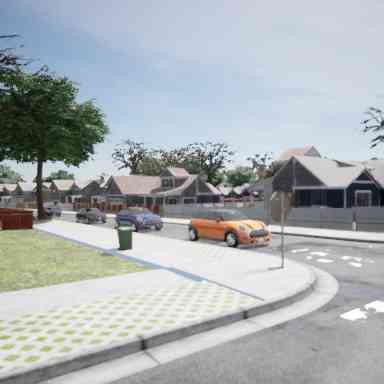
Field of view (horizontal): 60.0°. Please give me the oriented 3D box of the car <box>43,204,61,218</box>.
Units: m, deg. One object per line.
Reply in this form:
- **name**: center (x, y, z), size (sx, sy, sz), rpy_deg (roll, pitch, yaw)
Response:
- **car**: center (-19.124, 2.692, 44.796), size (1.837, 1.490, 4.892), rpy_deg (0, -2, -38)

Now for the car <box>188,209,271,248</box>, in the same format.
- **car**: center (1.769, 1.671, 16.811), size (2.097, 1.767, 4.553), rpy_deg (0, -1, -36)

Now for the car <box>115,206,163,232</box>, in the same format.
- **car**: center (-4.027, 1.930, 24.797), size (2.097, 1.767, 4.553), rpy_deg (0, -1, -36)

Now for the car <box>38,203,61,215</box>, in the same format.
- **car**: center (-23.371, 2.756, 54.458), size (2.097, 1.767, 4.553), rpy_deg (0, -1, -41)

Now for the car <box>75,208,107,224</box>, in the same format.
- **car**: center (-10.036, 2.337, 32.933), size (1.837, 1.490, 4.892), rpy_deg (0, -1, -37)
